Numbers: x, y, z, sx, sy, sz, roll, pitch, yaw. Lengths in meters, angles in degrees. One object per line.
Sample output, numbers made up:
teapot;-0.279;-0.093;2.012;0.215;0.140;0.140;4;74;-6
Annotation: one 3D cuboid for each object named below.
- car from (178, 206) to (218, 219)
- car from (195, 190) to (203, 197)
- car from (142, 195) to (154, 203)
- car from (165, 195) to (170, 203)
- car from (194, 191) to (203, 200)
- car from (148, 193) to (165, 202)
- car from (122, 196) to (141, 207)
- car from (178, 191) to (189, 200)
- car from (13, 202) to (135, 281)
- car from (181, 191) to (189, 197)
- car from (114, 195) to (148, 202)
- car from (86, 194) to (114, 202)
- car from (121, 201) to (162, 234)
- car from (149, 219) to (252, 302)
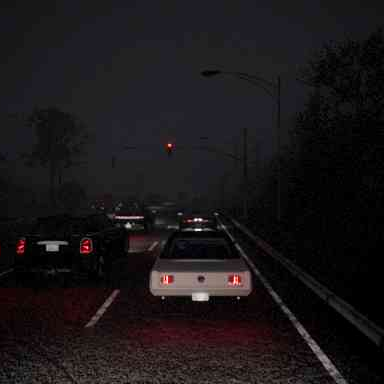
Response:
car;0.319;1.505;17.464;1.837;1.490;4.892;0;0;1
car;1.747;0.369;86.338;1.994;1.385;4.181;0;3;1
car;-9.147;1.375;68.984;1.812;1.442;4.674;0;2;1
car;-5.655;1.334;68.700;1.882;1.535;5.008;0;2;1
car;1.512;1.039;75.921;2.128;1.511;4.902;0;3;1
car;-6.105;1.223;53.068;2.150;2.045;5.566;0;0;2
car;-9.592;1.492;53.287;2.128;1.511;4.902;0;0;1
car;-1.987;0.738;76.015;2.150;2.045;5.566;0;3;1
car;-3.295;1.352;10.042;2.097;1.767;4.553;0;0;1
car;-1.751;0.410;86.449;1.895;1.301;4.718;0;3;1
car;-6.493;1.351;35.914;2.097;1.767;4.553;0;0;1
car;-9.975;1.222;36.608;2.150;2.045;5.566;0;0;1
car;-3.187;1.492;19.053;2.128;1.511;4.902;0;0;0
car;0.178;1.601;8.211;1.895;1.301;4.718;0;0;0
